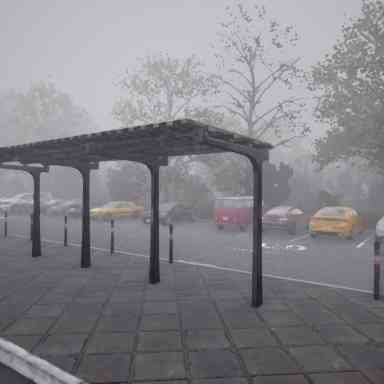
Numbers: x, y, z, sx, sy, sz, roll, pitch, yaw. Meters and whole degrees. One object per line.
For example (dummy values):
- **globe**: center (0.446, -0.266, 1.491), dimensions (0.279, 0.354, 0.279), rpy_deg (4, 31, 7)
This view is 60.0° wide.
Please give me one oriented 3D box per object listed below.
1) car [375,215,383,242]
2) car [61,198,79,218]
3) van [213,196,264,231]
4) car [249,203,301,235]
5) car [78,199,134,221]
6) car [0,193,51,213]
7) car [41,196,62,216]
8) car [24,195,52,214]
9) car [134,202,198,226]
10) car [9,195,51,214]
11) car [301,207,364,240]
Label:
- **car**: center (9.867, 1.556, 15.681), dimensions (2.002, 1.452, 4.674), rpy_deg (0, 0, 35)
- **car**: center (-8.223, 1.433, 28.557), dimensions (2.163, 1.488, 4.792), rpy_deg (0, 0, 35)
- **van**: center (3.146, 1.247, 20.596), dimensions (1.878, 1.987, 4.442), rpy_deg (0, 0, 35)
- **car**: center (5.338, 1.527, 18.893), dimensions (2.002, 1.452, 4.674), rpy_deg (0, 0, 35)
- **car**: center (-6.084, 1.415, 26.776), dimensions (1.946, 1.575, 5.366), rpy_deg (0, 0, 35)
- **car**: center (-17.309, 1.097, 34.935), dimensions (2.435, 2.045, 5.566), rpy_deg (0, 0, 35)
- **car**: center (-10.499, 1.391, 30.144), dimensions (2.231, 1.521, 4.892), rpy_deg (0, 0, 35)
- **car**: center (-12.763, 1.376, 31.750), dimensions (2.097, 1.535, 5.008), rpy_deg (0, 0, 35)
- **car**: center (-1.466, 1.475, 23.690), dimensions (2.163, 1.488, 4.792), rpy_deg (0, 0, 35)
- **car**: center (-15.027, 1.362, 33.356), dimensions (2.097, 1.535, 5.008), rpy_deg (0, 0, 35)
- **car**: center (7.602, 1.501, 17.285), dimensions (2.097, 1.535, 5.008), rpy_deg (0, 0, 35)
